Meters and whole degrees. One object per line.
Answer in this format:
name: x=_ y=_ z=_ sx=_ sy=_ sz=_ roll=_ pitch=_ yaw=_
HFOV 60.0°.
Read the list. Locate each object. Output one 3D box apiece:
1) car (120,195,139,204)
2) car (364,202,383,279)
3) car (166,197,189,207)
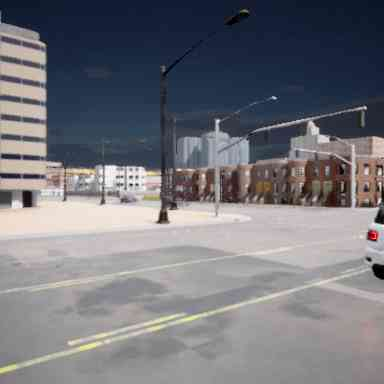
car: x=-11.933 y=1.301 z=63.281 sx=2.097 sy=1.767 sz=4.553 roll=0 pitch=0 yaw=-35
car: x=6.690 y=1.195 z=8.591 sx=5.566 sy=2.045 sz=2.150 roll=1 pitch=0 yaw=-35
car: x=-2.333 y=1.472 z=49.901 sx=1.812 sy=1.442 sz=4.674 roll=0 pitch=0 yaw=-36
